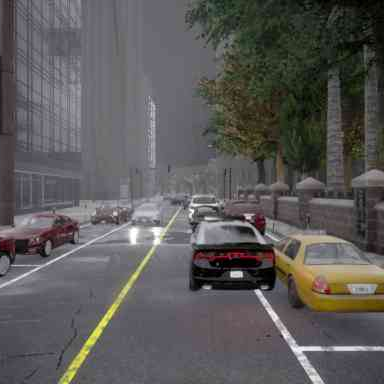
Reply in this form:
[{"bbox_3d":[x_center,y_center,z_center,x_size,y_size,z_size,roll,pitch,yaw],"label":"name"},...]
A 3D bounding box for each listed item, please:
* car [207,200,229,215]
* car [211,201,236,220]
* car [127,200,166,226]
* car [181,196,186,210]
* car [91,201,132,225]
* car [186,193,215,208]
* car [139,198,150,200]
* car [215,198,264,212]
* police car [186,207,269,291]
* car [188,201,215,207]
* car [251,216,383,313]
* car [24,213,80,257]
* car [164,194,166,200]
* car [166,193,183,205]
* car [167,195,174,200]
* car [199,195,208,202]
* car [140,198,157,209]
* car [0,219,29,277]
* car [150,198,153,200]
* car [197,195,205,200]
[{"bbox_3d":[2.670,1.576,34.798,1.947,1.339,4.313,0,0,0],"label":"car"},{"bbox_3d":[2.684,1.534,29.511,1.752,1.417,4.829,0,0,0],"label":"car"},{"bbox_3d":[-3.062,1.531,23.492,1.812,1.442,4.674,0,0,0],"label":"car"},{"bbox_3d":[-0.117,1.541,43.907,1.812,1.442,4.674,0,0,0],"label":"car"},{"bbox_3d":[-5.826,1.446,23.859,1.967,1.590,4.097,0,0,0],"label":"car"},{"bbox_3d":[0.834,1.231,25.087,2.150,2.045,5.566,0,0,0],"label":"car"},{"bbox_3d":[-5.855,1.555,34.773,1.887,1.381,4.507,0,0,0],"label":"car"},{"bbox_3d":[2.713,1.319,18.428,2.192,1.841,5.009,0,0,0],"label":"car"},{"bbox_3d":[0.876,1.427,9.167,1.930,1.638,5.238,0,0,0],"label":"police car"},{"bbox_3d":[0.849,1.510,19.057,1.837,1.490,4.892,0,0,0],"label":"car"},{"bbox_3d":[2.742,1.526,7.685,1.752,1.417,4.829,0,0,0],"label":"car"},{"bbox_3d":[-5.797,1.547,12.945,1.887,1.381,4.507,0,0,0],"label":"car"},{"bbox_3d":[-5.984,1.359,83.095,2.192,1.841,5.009,0,0,0],"label":"car"},{"bbox_3d":[-1.764,1.371,54.998,2.097,1.767,4.553,1,0,-38],"label":"car"},{"bbox_3d":[-6.013,1.636,93.969,1.802,1.307,4.206,0,0,0],"label":"car"},{"bbox_3d":[2.556,1.479,77.680,1.967,1.590,4.097,0,0,0],"label":"car"},{"bbox_3d":[-5.884,1.541,45.517,1.752,1.417,4.829,0,0,0],"label":"car"},{"bbox_3d":[-5.783,1.545,7.488,1.887,1.381,4.507,0,0,0],"label":"car"},{"bbox_3d":[-5.870,1.453,40.230,1.967,1.590,4.097,0,0,0],"label":"car"},{"bbox_3d":[2.512,1.605,93.992,2.008,1.369,4.403,0,0,0],"label":"car"}]
